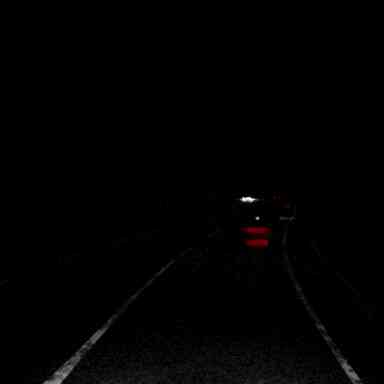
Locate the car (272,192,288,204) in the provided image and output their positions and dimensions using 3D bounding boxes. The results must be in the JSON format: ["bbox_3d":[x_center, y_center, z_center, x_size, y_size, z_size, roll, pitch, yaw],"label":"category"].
[{"bbox_3d":[12.115,0.762,45.902,2.097,1.767,4.553,0,1,13],"label":"car"}]

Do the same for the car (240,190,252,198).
[{"bbox_3d":[10.745,0.341,66.917,2.128,1.511,4.902,0,2,0],"label":"car"}]

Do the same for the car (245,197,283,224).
[{"bbox_3d":[4.837,1.337,22.689,1.837,1.490,4.892,0,1,20],"label":"car"}]
